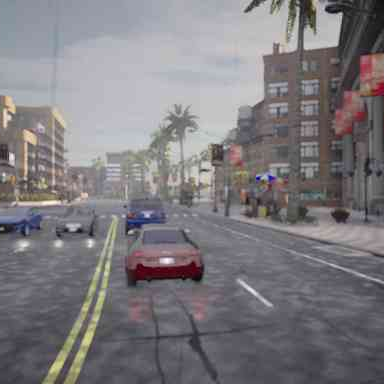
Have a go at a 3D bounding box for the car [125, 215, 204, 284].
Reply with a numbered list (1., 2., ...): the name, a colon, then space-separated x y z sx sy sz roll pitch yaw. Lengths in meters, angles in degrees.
1. car: -0.933 1.610 9.834 1.994 1.385 4.181 0 0 -10

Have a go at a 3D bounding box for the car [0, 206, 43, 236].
1. car: -9.918 1.579 18.946 1.882 1.535 5.008 0 0 -12

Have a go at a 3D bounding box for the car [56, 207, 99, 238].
1. car: -6.279 1.583 18.596 2.128 1.511 4.902 0 0 -12

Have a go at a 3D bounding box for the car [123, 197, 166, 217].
1. car: -2.834 1.315 19.715 2.150 2.045 5.566 0 0 -12
